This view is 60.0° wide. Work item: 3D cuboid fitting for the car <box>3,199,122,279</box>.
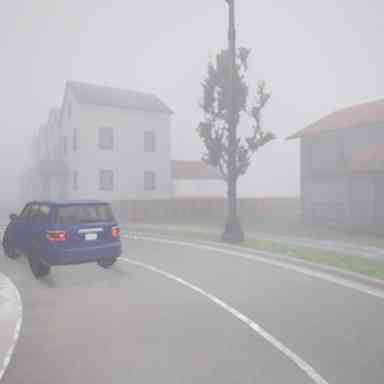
[{"bbox_3d":[-4.259,1.232,10.537,2.150,2.045,5.566,0,0,-39],"label":"car"}]
